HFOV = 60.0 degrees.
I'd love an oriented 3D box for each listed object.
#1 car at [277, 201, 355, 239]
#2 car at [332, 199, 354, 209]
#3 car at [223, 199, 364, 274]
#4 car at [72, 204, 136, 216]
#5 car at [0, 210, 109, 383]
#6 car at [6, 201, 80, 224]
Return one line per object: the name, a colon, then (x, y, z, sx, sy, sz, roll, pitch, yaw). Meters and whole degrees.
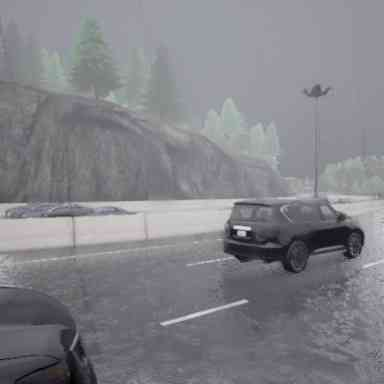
car: (6.959, 1.411, 18.426, 4.553, 1.767, 2.097, 0, 0, -41)
car: (22.925, 1.766, 50.484, 1.895, 1.301, 4.718, 0, 0, 39)
car: (3.487, 1.256, 10.956, 5.566, 2.045, 2.150, 0, 0, -38)
car: (-5.725, 1.623, 21.777, 4.181, 1.385, 1.994, 0, 0, -39)
car: (-3.268, 1.223, 1.492, 5.566, 2.045, 2.150, 0, 0, -35)
car: (-11.613, 1.558, 26.053, 4.902, 1.511, 2.128, 0, 0, -38)
